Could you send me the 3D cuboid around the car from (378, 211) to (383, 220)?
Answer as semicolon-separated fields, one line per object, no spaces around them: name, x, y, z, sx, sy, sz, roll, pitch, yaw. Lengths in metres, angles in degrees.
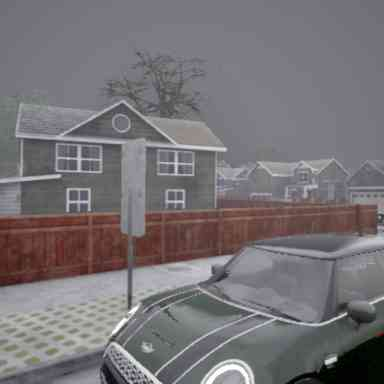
car;12.800;1.653;25.878;1.994;1.385;4.181;1;0;-23

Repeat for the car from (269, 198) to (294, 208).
car;9.415;1.414;33.701;2.097;1.767;4.553;1;0;-25

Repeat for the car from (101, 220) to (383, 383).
car;1.280;1.372;4.005;4.553;1.767;2.097;0;0;-36

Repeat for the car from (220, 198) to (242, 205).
car;4.758;1.550;43.628;1.812;1.442;4.674;1;0;-26
